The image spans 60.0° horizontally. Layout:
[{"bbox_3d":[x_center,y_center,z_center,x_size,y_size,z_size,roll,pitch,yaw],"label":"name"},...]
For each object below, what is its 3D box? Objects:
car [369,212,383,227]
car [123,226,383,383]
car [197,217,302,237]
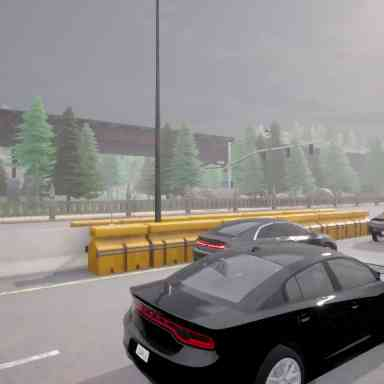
[{"bbox_3d":[9.950,1.491,15.145,4.902,1.511,2.128,0,0,-36],"label":"car"},{"bbox_3d":[1.512,1.478,4.823,5.008,1.535,1.882,0,0,-36],"label":"car"},{"bbox_3d":[2.282,1.505,9.674,4.892,1.490,1.837,0,0,-35],"label":"car"}]
